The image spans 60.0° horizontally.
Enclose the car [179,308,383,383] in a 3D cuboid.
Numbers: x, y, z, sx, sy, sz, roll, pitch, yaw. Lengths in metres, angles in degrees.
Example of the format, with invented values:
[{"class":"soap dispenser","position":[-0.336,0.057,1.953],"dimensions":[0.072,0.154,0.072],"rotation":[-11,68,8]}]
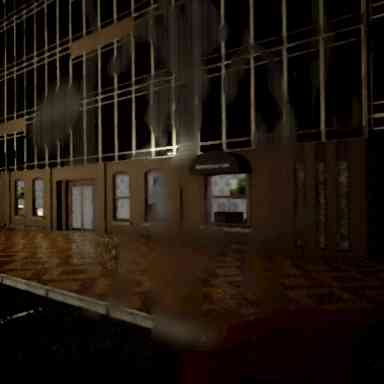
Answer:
[{"class":"car","position":[2.134,1.305,1.360],"dimensions":[5.009,1.841,2.192],"rotation":[-1,-1,35]}]
